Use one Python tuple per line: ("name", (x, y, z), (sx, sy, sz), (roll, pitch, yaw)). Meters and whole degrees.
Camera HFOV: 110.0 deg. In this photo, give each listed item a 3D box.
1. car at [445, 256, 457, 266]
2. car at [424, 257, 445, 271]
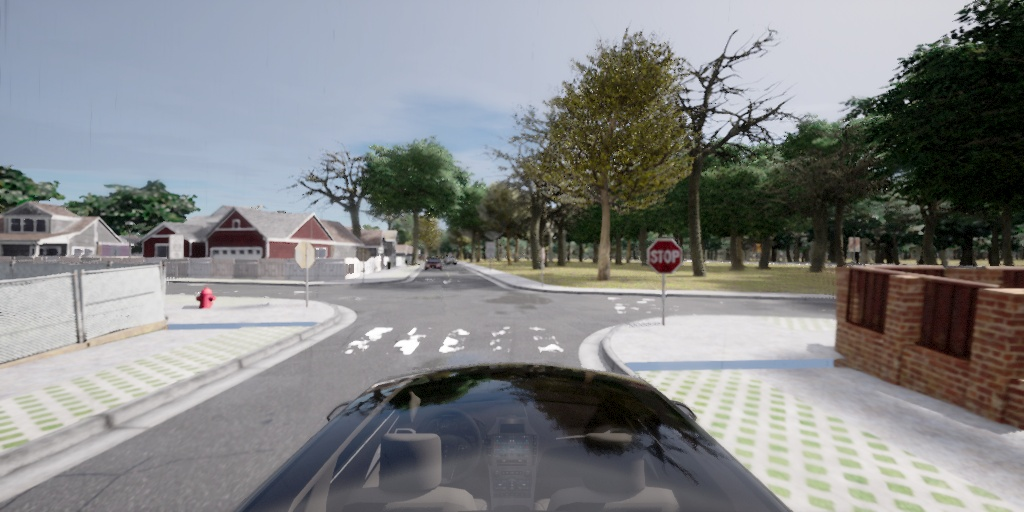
("car", (-10.589, 1.011, 62.492), (1.895, 1.301, 4.718), (0, 0, -12))
("car", (-9.286, 1.012, 42.386), (1.994, 1.385, 4.181), (0, 0, -12))
